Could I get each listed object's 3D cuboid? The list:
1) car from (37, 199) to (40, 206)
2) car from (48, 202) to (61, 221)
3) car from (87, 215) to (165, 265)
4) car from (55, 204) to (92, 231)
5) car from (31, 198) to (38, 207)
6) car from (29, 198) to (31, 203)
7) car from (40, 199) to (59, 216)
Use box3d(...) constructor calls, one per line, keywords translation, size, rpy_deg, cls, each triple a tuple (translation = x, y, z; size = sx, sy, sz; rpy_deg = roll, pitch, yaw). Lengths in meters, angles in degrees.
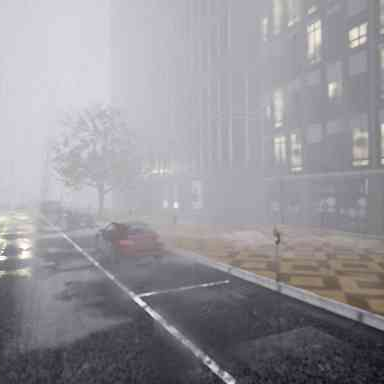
box3d(translation=(-18.116, 1.765, 42.146), size=(1.967, 1.590, 4.097), rpy_deg=(-1, 0, -28), cls="car")
box3d(translation=(-10.218, 1.754, 27.004), size=(2.008, 1.369, 4.403), rpy_deg=(-1, 0, -28), cls="car")
box3d(translation=(-2.321, 1.649, 11.863), size=(1.802, 1.307, 4.206), rpy_deg=(-1, 0, -28), cls="car")
box3d(translation=(-7.586, 1.710, 21.957), size=(2.008, 1.369, 4.403), rpy_deg=(-1, 0, -28), cls="car")
box3d(translation=(-28.644, 2.023, 62.335), size=(1.887, 1.381, 4.507), rpy_deg=(0, 0, -28), cls="car")
box3d(translation=(-36.541, 2.149, 77.476), size=(1.947, 1.339, 4.313), rpy_deg=(0, 0, -28), cls="car")
box3d(translation=(-15.484, 1.725, 37.099), size=(1.967, 1.590, 4.097), rpy_deg=(-1, 0, -28), cls="car")
